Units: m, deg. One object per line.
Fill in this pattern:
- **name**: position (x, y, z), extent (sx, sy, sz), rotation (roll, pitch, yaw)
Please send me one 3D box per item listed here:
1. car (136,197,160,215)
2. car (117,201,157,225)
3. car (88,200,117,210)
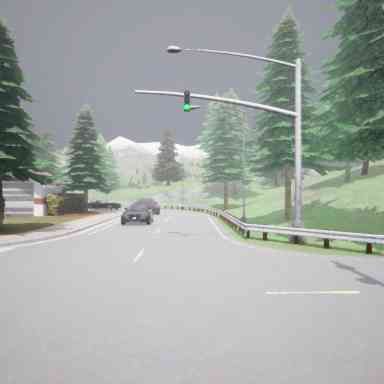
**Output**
- **car**: position (-4.697, 1.352, 33.955), extent (2.097, 1.767, 4.553), rotation (0, 0, -19)
- **car**: position (-3.898, 1.564, 24.162), extent (1.994, 1.385, 4.181), rotation (0, 0, -2)
- **car**: position (-11.244, 1.608, 41.717), extent (4.718, 1.301, 1.895), rotation (0, 0, 14)
